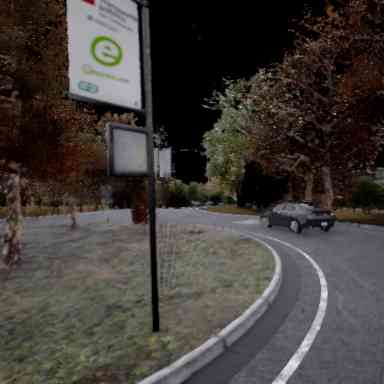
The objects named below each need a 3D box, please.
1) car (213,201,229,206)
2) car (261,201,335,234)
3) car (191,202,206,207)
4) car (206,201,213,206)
[{"bbox_3d":[6.965,3.382,80.032,1.882,1.535,5.008,-2,-4,14],"label":"car"},{"bbox_3d":[5.438,1.278,17.720,1.837,1.490,4.892,-1,-1,-17],"label":"car"},{"bbox_3d":[1.074,2.805,70.830,1.837,1.490,4.892,-2,-4,14],"label":"car"},{"bbox_3d":[4.763,3.264,85.748,2.150,2.045,5.566,-2,-4,14],"label":"car"}]
